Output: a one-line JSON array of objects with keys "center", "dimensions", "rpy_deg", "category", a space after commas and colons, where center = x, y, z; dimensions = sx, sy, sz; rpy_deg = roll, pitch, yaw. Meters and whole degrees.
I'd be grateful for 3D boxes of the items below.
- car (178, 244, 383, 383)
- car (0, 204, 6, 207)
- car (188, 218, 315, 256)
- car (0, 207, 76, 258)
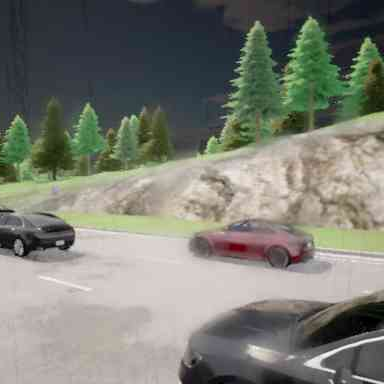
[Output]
[{"center": [2.114, 1.504, 2.487], "dimensions": [4.892, 1.490, 1.837], "rpy_deg": [0, 0, 35], "category": "car"}, {"center": [-13.801, 1.550, 22.445], "dimensions": [4.902, 1.511, 2.128], "rpy_deg": [0, 0, 36], "category": "car"}, {"center": [1.912, 1.576, 11.227], "dimensions": [4.181, 1.385, 1.994], "rpy_deg": [0, 0, 35], "category": "car"}, {"center": [-6.557, 1.536, 12.964], "dimensions": [4.892, 1.490, 1.837], "rpy_deg": [0, 0, 35], "category": "car"}]
